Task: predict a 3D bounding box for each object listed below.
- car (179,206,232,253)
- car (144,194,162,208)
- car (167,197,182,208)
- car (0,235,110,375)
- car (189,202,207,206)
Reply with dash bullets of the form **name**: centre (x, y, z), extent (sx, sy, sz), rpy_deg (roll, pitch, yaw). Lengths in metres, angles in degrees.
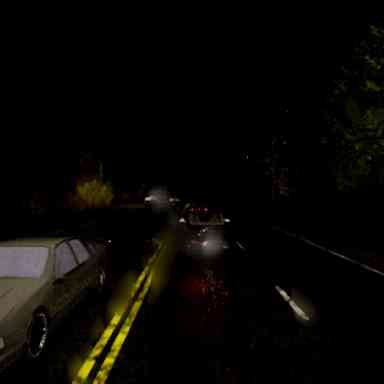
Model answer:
- **car**: centre (0.544, 1.539, 13.818), extent (1.837, 1.490, 4.892), rpy_deg (0, 0, 0)
- **car**: centre (-5.825, 1.302, 50.076), extent (2.150, 2.045, 5.566), rpy_deg (0, 0, 1)
- **car**: centre (-2.580, 1.574, 49.935), extent (2.128, 1.511, 4.902), rpy_deg (0, 0, 1)
- **car**: centre (-2.944, 1.560, 6.121), extent (2.033, 1.411, 5.357), rpy_deg (0, 0, 0)
- **car**: centre (0.672, 1.666, 32.469), extent (1.895, 1.301, 4.718), rpy_deg (0, 0, 1)
